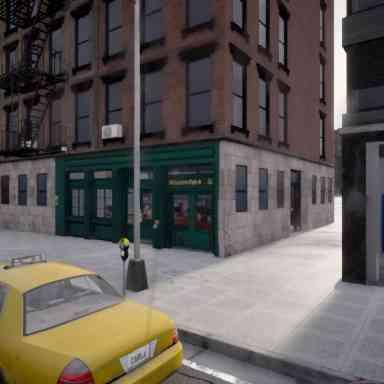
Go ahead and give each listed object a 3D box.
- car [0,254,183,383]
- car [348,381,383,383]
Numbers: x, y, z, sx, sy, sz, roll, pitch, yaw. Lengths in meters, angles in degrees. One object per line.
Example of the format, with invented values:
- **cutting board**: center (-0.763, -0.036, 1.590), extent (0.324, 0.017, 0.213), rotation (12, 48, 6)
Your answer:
- **car**: center (-2.384, 1.525, 4.507), extent (4.829, 1.417, 1.752), rotation (0, 0, 35)
- **car**: center (2.381, 1.582, 1.109), extent (4.206, 1.307, 1.802), rotation (0, 0, 35)
